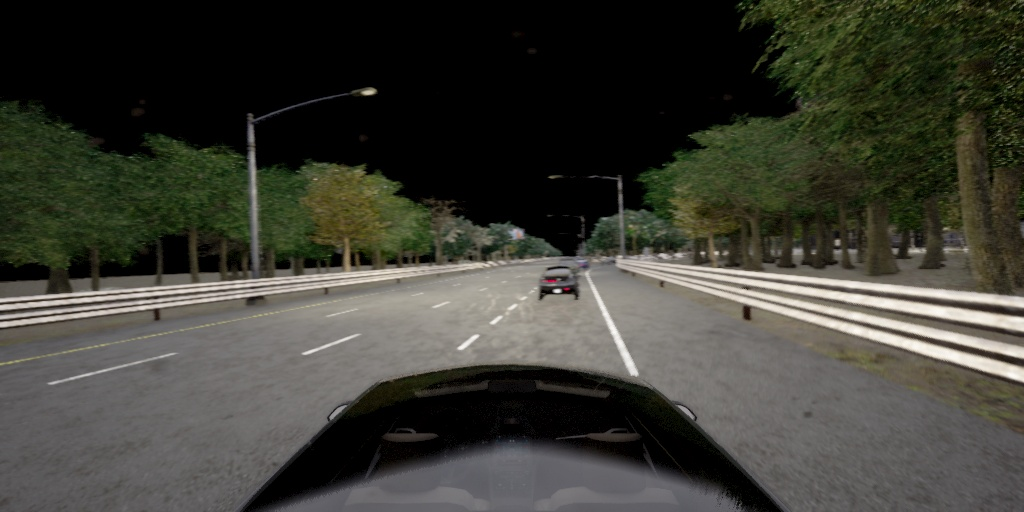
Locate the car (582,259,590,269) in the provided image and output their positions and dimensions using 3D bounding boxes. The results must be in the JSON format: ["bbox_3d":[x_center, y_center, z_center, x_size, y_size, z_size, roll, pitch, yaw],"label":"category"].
[{"bbox_3d":[9.823,1.159,50.931,1.812,1.442,4.674,-3,0,20],"label":"car"}]

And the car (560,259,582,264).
[{"bbox_3d":[5.236,1.068,33.486,2.097,1.767,4.553,-2,0,11],"label":"car"}]

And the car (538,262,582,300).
[{"bbox_3d":[2.370,1.247,17.796,1.837,1.490,4.892,-2,0,10],"label":"car"}]
